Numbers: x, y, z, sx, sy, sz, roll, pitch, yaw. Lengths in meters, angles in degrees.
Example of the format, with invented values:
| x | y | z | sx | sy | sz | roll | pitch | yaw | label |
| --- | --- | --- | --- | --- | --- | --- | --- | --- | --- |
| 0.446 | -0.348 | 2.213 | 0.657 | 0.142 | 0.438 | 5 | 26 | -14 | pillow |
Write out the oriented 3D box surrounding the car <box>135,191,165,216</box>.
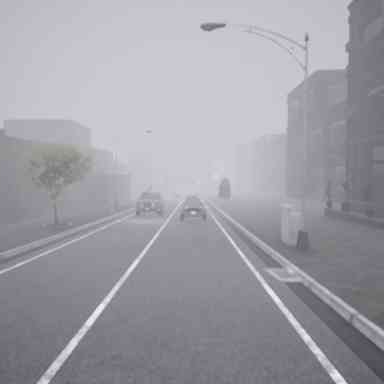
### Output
| x | y | z | sx | sy | sz | roll | pitch | yaw | label |
| --- | --- | --- | --- | --- | --- | --- | --- | --- | --- |
| -3.596 | 0.959 | 29.521 | 2.150 | 2.045 | 5.566 | 0 | 1 | 0 | car |

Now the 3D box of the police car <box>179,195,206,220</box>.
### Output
| x | y | z | sx | sy | sz | roll | pitch | yaw | label |
| --- | --- | --- | --- | --- | --- | --- | --- | --- | --- |
| 0.097 | 1.294 | 26.301 | 2.038 | 1.542 | 4.974 | 0 | 1 | 0 | police car |

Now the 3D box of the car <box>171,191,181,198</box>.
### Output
| x | y | z | sx | sy | sz | roll | pitch | yaw | label |
| --- | --- | --- | --- | --- | --- | --- | --- | --- | --- |
| -3.459 | 0.461 | 71.418 | 1.882 | 1.535 | 5.008 | 0 | 1 | 0 | car |
